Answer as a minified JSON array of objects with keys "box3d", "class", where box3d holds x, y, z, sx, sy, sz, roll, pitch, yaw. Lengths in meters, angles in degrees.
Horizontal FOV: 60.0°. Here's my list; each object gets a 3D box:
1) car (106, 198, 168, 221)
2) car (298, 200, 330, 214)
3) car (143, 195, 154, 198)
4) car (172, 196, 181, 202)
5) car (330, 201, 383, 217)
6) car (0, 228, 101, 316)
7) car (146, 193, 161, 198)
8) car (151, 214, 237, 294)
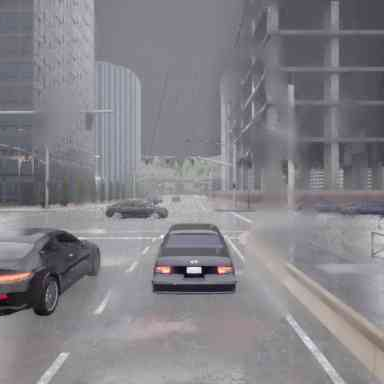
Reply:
[{"box3d":[-4.314,1.475,26.288,4.892,1.490,1.837,0,0,-1],"class":"car"},{"box3d":[12.964,1.509,33.698,4.181,1.385,1.994,0,0,0],"class":"car"},{"box3d":[-7.212,1.564,49.157,1.994,1.385,4.181,0,0,0],"class":"car"},{"box3d":[-3.687,1.540,79.469,2.033,1.411,5.357,0,0,0],"class":"car"},{"box3d":[15.833,1.492,30.215,5.357,1.411,2.033,0,0,0],"class":"car"},{"box3d":[-3.457,1.526,7.382,1.812,1.442,4.674,0,0,0],"class":"car"},{"box3d":[-7.215,1.221,58.476,2.150,2.045,5.566,0,0,0],"class":"car"},{"box3d":[0.050,1.547,8.900,2.033,1.411,5.357,0,0,0],"class":"car"}]
